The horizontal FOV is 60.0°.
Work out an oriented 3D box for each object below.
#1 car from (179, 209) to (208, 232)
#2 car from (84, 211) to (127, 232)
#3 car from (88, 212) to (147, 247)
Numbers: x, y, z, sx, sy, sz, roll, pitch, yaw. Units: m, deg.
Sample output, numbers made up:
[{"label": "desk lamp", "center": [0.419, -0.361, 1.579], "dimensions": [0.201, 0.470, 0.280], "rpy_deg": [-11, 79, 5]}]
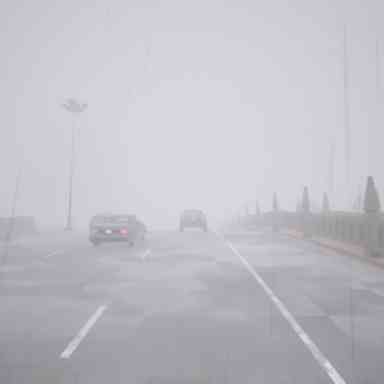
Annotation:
[{"label": "car", "center": [0.103, 2.202, 26.325], "dimensions": [2.097, 1.767, 4.553], "rpy_deg": [0, -5, 0]}, {"label": "car", "center": [-6.897, 2.411, 27.134], "dimensions": [2.128, 1.511, 4.902], "rpy_deg": [0, -5, 0]}, {"label": "car", "center": [-3.398, 1.761, 16.056], "dimensions": [2.033, 1.411, 5.357], "rpy_deg": [0, -2, 0]}]
